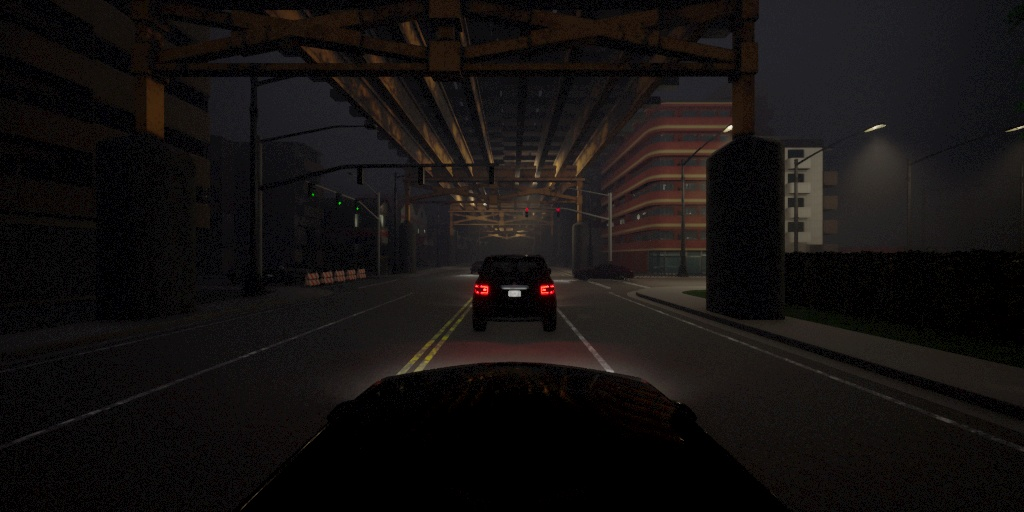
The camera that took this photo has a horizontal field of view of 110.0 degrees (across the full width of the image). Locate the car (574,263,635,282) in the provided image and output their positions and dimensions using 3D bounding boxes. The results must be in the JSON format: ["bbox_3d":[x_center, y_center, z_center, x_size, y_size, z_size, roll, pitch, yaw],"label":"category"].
[{"bbox_3d":[7.254,1.275,28.390,4.674,1.442,1.812,0,0,6],"label":"car"}]

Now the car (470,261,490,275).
[{"bbox_3d":[-3.569,1.276,40.690,1.812,1.442,4.674,0,0,0],"label":"car"}]

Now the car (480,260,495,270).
[{"bbox_3d":[-3.554,1.274,52.073,1.812,1.442,4.674,0,0,0],"label":"car"}]

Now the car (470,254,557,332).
[{"bbox_3d":[0.076,0.971,11.054,2.150,2.045,5.566,0,0,0],"label":"car"}]
